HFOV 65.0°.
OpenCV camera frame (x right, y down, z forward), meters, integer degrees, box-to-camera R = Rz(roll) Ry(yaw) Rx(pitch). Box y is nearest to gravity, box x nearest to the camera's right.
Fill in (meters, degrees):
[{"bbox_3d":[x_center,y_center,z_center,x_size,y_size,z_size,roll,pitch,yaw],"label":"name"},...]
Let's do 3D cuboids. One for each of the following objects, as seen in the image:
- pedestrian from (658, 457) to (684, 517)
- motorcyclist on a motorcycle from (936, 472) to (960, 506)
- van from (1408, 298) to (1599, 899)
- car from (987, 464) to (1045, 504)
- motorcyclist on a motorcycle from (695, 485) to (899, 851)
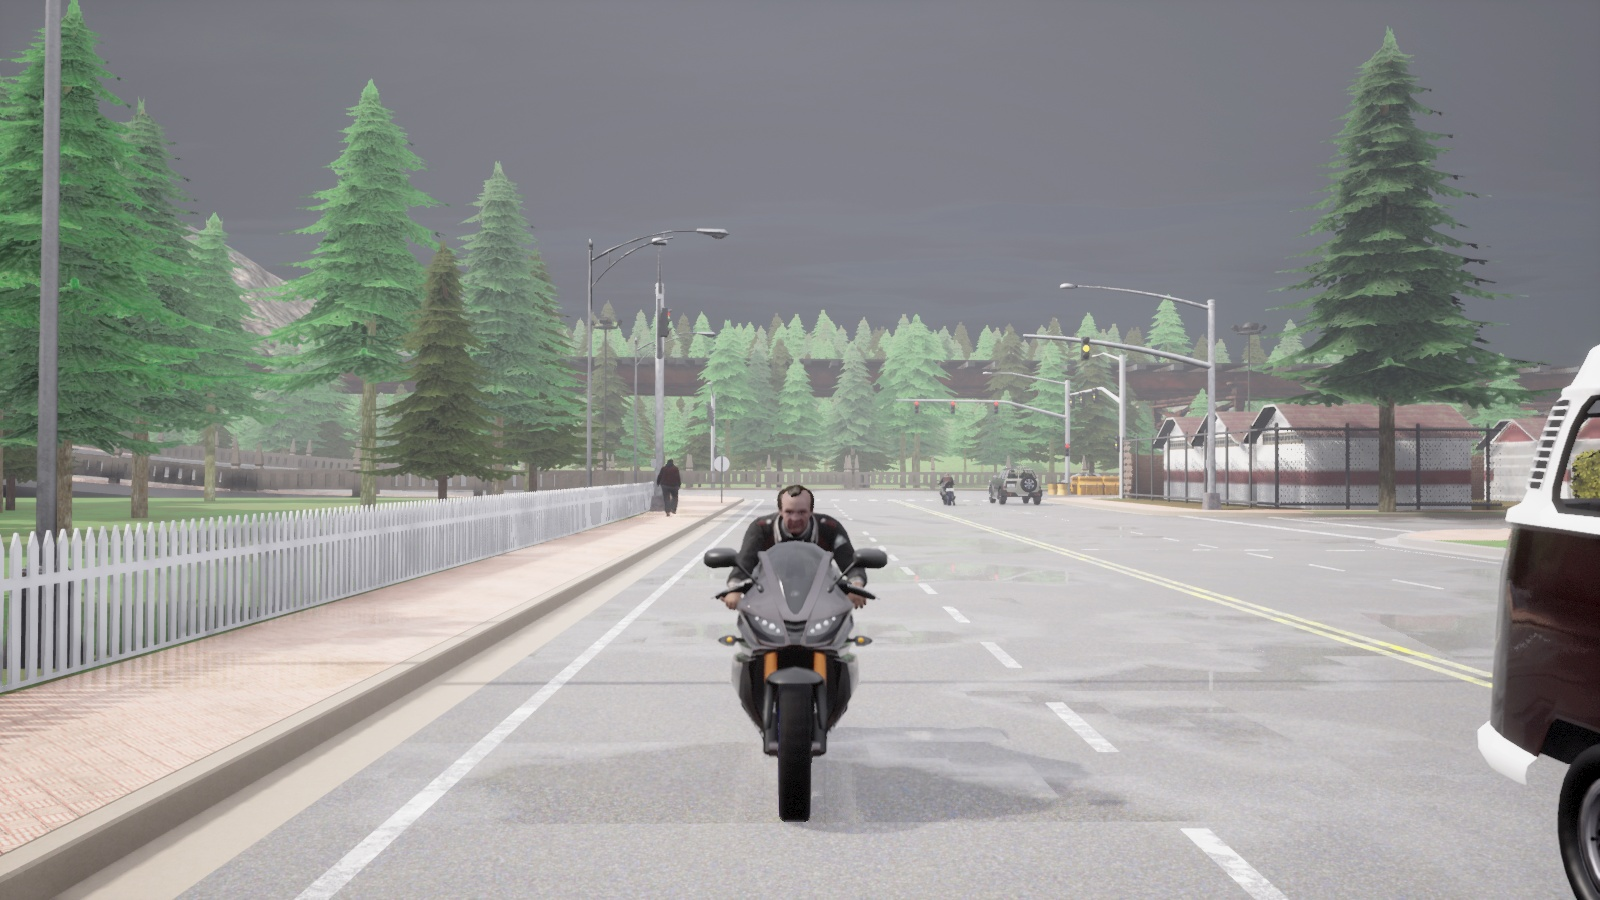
[{"bbox_3d":[-3.969,1.138,38.727,0.634,1.844,0.899,0,-1,4],"label":"pedestrian"},{"bbox_3d":[6.856,1.800,58.352,0.866,1.530,2.191,0,-1,0],"label":"motorcyclist on a motorcycle"},{"bbox_3d":[3.491,0.560,2.818,2.069,2.038,4.480,0,1,0],"label":"van"},{"bbox_3d":[10.351,1.604,60.516,1.932,1.855,4.605,0,-1,0],"label":"car"},{"bbox_3d":[-0.016,0.958,6.444,0.866,1.530,2.191,0,-1,0],"label":"motorcyclist on a motorcycle"}]
